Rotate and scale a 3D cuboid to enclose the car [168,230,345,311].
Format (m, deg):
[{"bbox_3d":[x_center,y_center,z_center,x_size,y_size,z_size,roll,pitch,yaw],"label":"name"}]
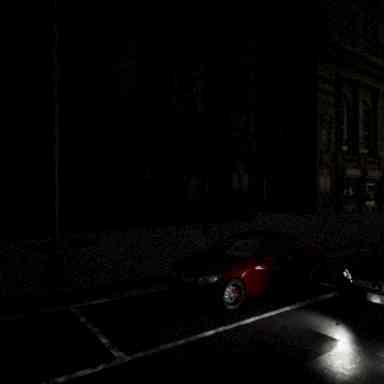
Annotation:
[{"bbox_3d":[1.446,1.582,7.678,4.206,1.307,1.802,0,0,-36],"label":"car"}]

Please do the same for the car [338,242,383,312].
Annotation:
[{"bbox_3d":[4.983,1.526,6.935,4.674,1.442,1.812,0,0,-36],"label":"car"}]
